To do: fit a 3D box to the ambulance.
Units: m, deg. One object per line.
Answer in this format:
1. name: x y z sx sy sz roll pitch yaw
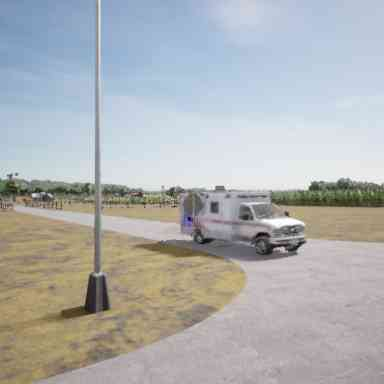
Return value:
1. ambulance: 1.949 1.216 14.868 2.351 2.431 6.366 0 -1 -35
